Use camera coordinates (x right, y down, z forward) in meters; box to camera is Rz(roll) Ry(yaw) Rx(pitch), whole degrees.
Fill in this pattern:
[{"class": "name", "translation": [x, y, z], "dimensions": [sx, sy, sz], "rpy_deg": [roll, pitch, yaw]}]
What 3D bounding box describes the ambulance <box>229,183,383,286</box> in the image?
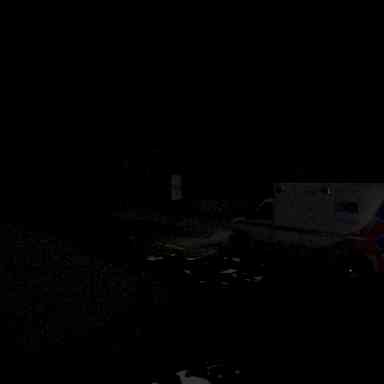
[{"class": "ambulance", "translation": [3.870, 0.962, 9.572], "dimensions": [2.351, 2.431, 6.366], "rpy_deg": [-1, 2, -38]}]
